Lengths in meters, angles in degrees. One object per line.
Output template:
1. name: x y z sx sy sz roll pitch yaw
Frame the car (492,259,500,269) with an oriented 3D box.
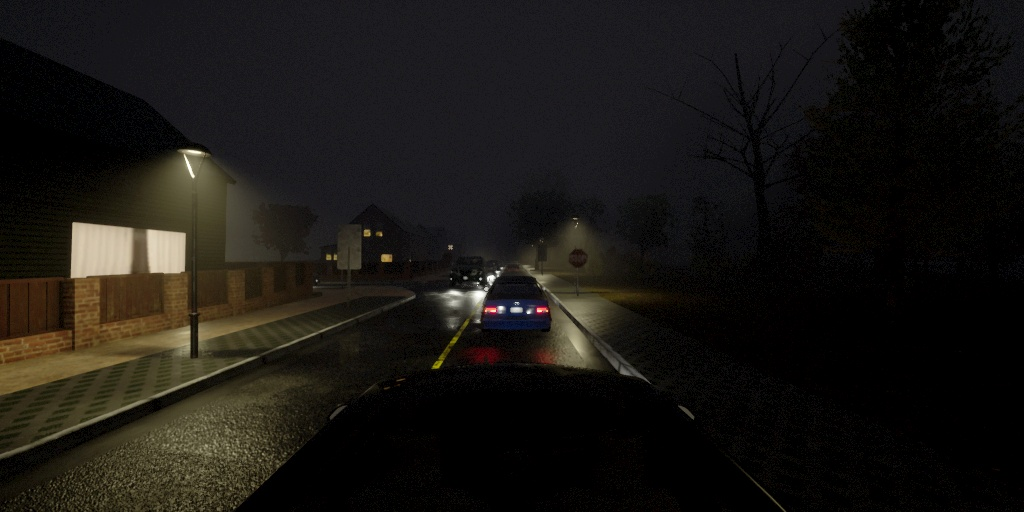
1. car: -2.791 1.305 40.374 2.128 1.511 4.902 0 0 0

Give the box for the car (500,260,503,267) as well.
1. car: -2.749 1.355 52.910 1.837 1.490 4.892 0 1 0

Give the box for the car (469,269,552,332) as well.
1. car: 0.106 1.305 10.846 2.033 1.411 5.357 0 0 0

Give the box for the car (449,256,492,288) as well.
1. car: -2.826 1.002 24.591 2.150 2.045 5.566 0 0 0

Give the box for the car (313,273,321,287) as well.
1. car: -14.774 1.297 22.946 4.674 1.442 1.812 0 -2 2

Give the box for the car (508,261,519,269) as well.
1. car: 0.200 1.484 60.863 1.895 1.301 4.718 0 0 0
